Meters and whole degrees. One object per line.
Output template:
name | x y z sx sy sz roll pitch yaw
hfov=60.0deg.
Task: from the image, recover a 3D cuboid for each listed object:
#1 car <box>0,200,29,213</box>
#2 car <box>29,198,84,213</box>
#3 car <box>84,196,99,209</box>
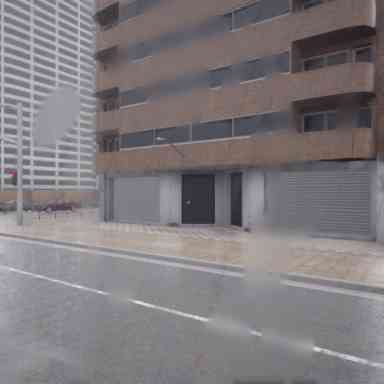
car | -19.538 1.547 37.414 2.033 1.411 5.357 0 0 35
car | -15.167 1.477 37.575 1.882 1.535 5.008 0 0 35
car | -13.844 1.564 45.615 1.994 1.385 4.181 0 0 35
